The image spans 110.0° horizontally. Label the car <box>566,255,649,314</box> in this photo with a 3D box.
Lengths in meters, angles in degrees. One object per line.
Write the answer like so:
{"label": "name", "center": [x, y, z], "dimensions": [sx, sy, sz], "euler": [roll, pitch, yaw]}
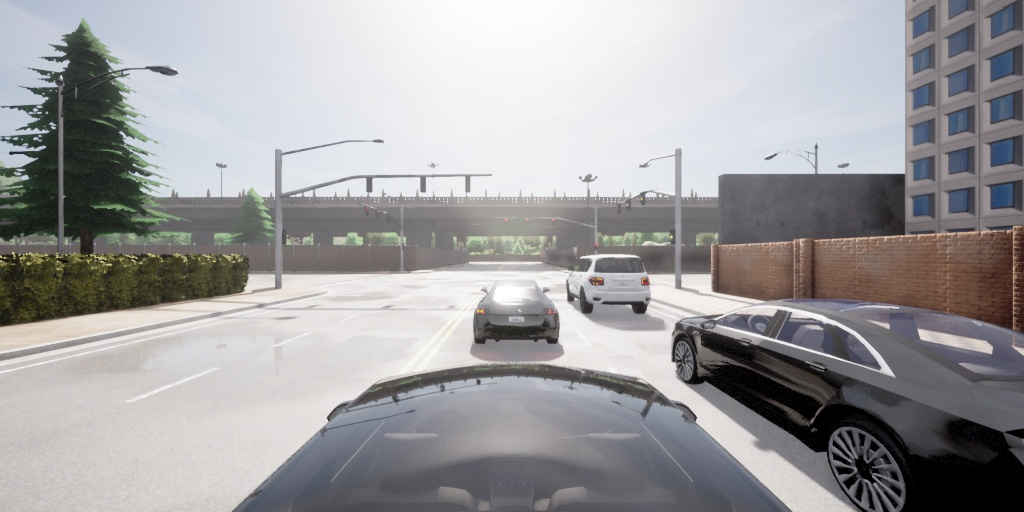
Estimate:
{"label": "car", "center": [3.493, 0.971, 13.955], "dimensions": [2.150, 2.045, 5.566], "euler": [0, 0, 0]}

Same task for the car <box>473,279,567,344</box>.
{"label": "car", "center": [0.096, 1.314, 9.611], "dimensions": [1.994, 1.385, 4.181], "euler": [0, 0, 0]}

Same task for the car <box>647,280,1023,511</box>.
{"label": "car", "center": [3.596, 1.242, 4.150], "dimensions": [2.128, 1.511, 4.902], "euler": [0, 0, 0]}
